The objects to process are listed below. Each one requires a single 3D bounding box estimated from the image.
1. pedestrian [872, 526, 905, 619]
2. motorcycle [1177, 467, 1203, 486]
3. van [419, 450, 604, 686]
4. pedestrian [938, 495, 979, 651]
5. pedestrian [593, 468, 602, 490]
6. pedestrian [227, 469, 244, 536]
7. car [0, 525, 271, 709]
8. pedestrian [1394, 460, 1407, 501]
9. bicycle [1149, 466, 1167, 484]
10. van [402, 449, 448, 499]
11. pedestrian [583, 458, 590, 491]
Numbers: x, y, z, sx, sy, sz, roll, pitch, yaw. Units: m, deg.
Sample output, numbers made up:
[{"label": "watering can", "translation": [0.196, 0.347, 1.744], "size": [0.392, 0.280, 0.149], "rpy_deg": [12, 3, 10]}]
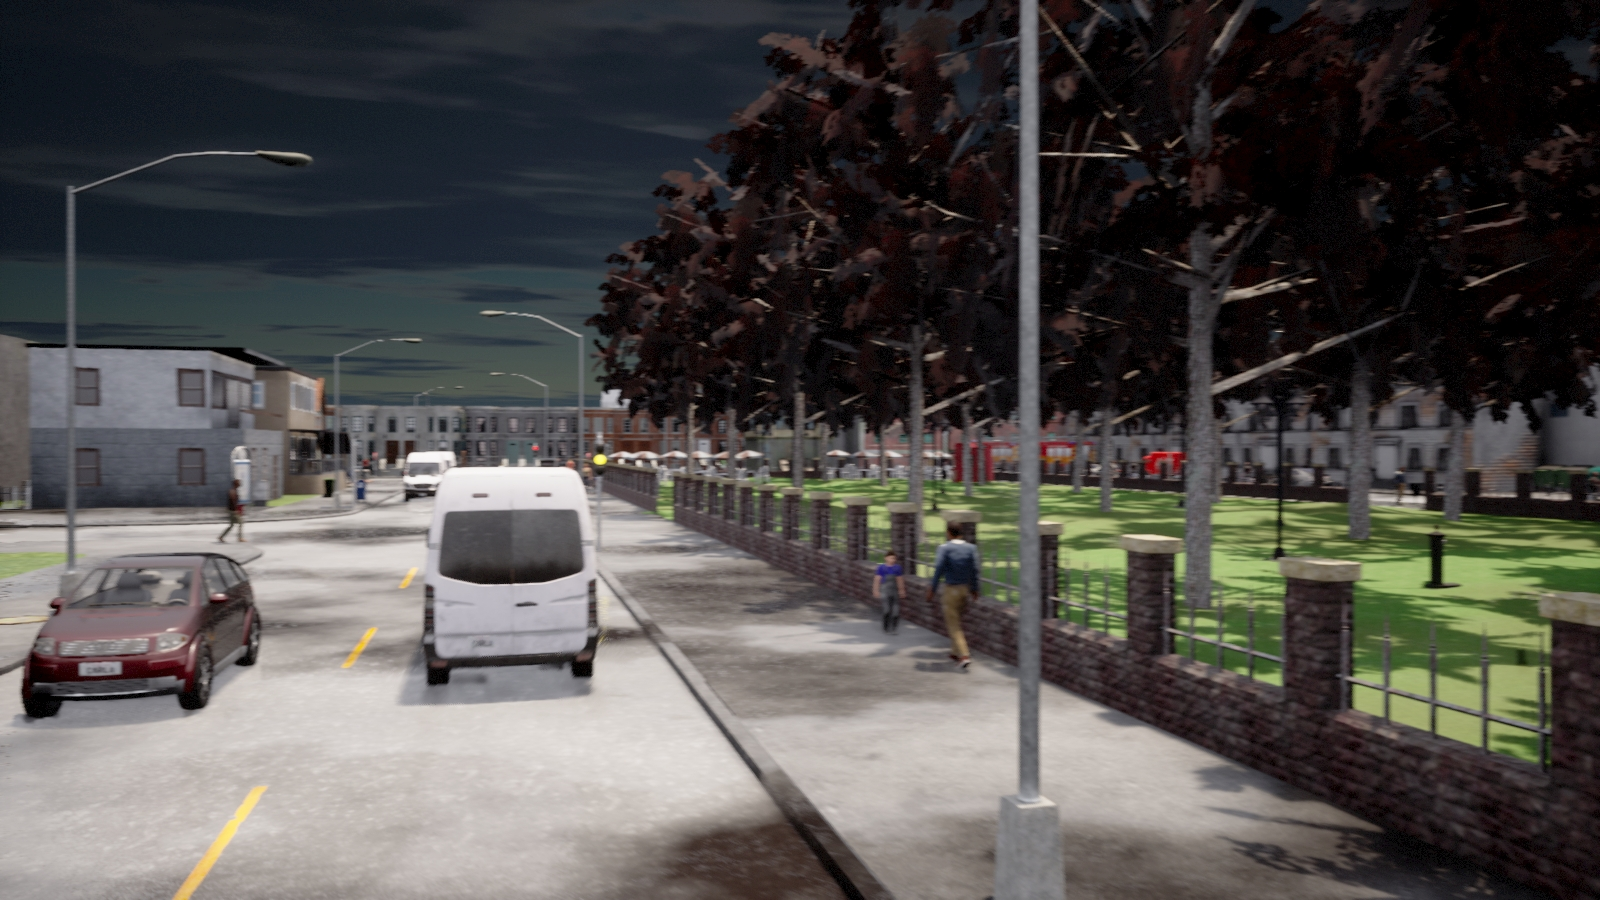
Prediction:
[{"label": "pedestrian", "translation": [1.281, 1.772, 16.565], "size": [0.375, 1.300, 0.375], "rpy_deg": [0, 0, -14]}, {"label": "motorcycle", "translation": [26.546, 1.803, 77.816], "size": [0.856, 1.236, 1.805], "rpy_deg": [0, 0, -15]}, {"label": "van", "translation": [-3.942, 1.285, 15.534], "size": [1.988, 2.561, 5.915], "rpy_deg": [0, 0, -15]}, {"label": "pedestrian", "translation": [1.937, 1.496, 13.991], "size": [0.375, 1.860, 0.375], "rpy_deg": [0, 0, -14]}, {"label": "pedestrian", "translation": [-11.763, 1.685, 66.388], "size": [0.375, 1.300, 0.375], "rpy_deg": [0, 0, 28]}, {"label": "pedestrian", "translation": [-15.918, 1.474, 32.217], "size": [0.375, 1.860, 0.375], "rpy_deg": [0, 0, -14]}, {"label": "car", "translation": [-7.488, 1.782, 13.284], "size": [1.789, 1.549, 3.705], "rpy_deg": [0, 0, -14]}, {"label": "pedestrian", "translation": [27.772, 1.412, 52.865], "size": [0.375, 1.860, 0.375], "rpy_deg": [0, 0, -11]}, {"label": "bicycle", "translation": [25.578, 1.774, 81.613], "size": [0.329, 1.271, 1.835], "rpy_deg": [0, 0, -15]}, {"label": "van", "translation": [-20.201, 1.208, 61.780], "size": [1.988, 2.561, 5.915], "rpy_deg": [0, 0, -15]}, {"label": "pedestrian", "translation": [-12.322, 1.406, 65.979], "size": [0.375, 1.860, 0.375], "rpy_deg": [0, 0, -3]}]
